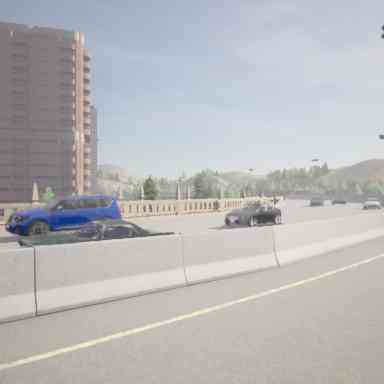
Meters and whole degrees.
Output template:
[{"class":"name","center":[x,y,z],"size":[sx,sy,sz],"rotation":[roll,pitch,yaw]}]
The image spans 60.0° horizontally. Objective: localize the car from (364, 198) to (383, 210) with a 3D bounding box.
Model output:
[{"class":"car","center":[23.041,1.525,42.469],"size":[1.812,1.442,4.674],"rotation":[0,0,26]}]

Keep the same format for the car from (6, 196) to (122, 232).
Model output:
[{"class":"car","center":[-6.272,1.221,16.981],"size":[5.566,2.045,2.150],"rotation":[0,0,-39]}]

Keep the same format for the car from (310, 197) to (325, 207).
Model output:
[{"class":"car","center":[18.834,1.506,49.977],"size":[1.837,1.490,4.892],"rotation":[0,0,23]}]

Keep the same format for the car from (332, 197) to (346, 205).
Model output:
[{"class":"car","center":[25.575,1.562,57.935],"size":[1.994,1.385,4.181],"rotation":[0,0,18]}]

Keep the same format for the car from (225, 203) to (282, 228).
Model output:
[{"class":"car","center":[4.117,1.491,21.797],"size":[2.128,1.511,4.902],"rotation":[0,0,44]}]

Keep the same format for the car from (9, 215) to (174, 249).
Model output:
[{"class":"car","center":[-2.972,1.601,10.685],"size":[4.718,1.301,1.895],"rotation":[0,0,-38]}]
